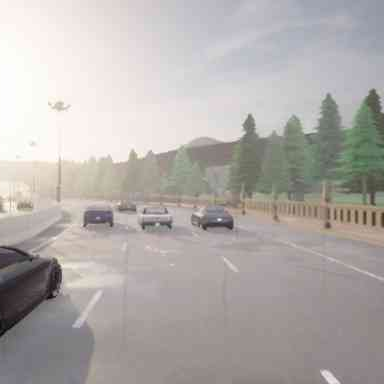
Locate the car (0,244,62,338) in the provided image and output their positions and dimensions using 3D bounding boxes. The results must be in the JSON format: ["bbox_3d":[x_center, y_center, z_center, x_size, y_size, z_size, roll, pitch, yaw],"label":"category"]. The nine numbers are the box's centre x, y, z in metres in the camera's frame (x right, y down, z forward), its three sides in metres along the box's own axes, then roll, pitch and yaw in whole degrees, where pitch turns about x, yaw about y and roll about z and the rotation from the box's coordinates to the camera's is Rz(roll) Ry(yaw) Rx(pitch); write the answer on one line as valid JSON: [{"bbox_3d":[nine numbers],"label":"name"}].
[{"bbox_3d":[-3.782,1.577,5.724,1.994,1.385,4.181,0,0,-4],"label":"car"}]

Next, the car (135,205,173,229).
[{"bbox_3d":[-2.499,1.605,21.701,1.895,1.301,4.718,0,0,-12],"label":"car"}]

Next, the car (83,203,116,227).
[{"bbox_3d":[-6.466,1.497,23.270,1.882,1.535,5.008,0,0,-13],"label":"car"}]

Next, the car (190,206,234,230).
[{"bbox_3d":[1.176,1.554,21.034,1.994,1.385,4.181,0,0,-12],"label":"car"}]

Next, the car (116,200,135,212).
[{"bbox_3d":[-7.746,1.584,38.578,1.994,1.385,4.181,0,0,-21],"label":"car"}]
